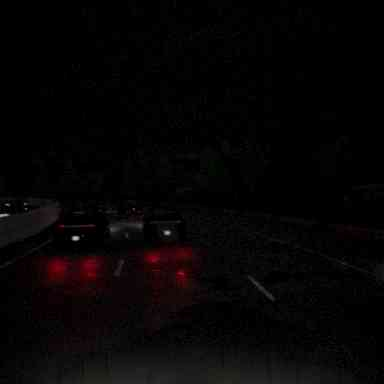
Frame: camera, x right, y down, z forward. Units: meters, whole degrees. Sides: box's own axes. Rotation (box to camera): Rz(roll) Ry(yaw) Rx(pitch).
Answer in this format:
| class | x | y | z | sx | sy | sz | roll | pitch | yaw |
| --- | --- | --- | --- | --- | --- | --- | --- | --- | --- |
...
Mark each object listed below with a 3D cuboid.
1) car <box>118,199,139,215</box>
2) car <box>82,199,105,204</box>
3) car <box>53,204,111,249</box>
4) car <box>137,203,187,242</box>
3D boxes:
| class | x | y | z | sx | sy | sz | roll | pitch | yaw |
| --- | --- | --- | --- | --- | --- | --- | --- | --- | --- |
| car | -6.396 | 1.462 | 34.005 | 1.882 | 1.535 | 5.008 | 0 | 0 | -20 |
| car | -9.510 | 1.478 | 32.329 | 1.837 | 1.490 | 4.892 | 1 | 0 | -20 |
| car | -4.699 | 1.478 | 14.618 | 2.128 | 1.511 | 4.902 | 0 | 0 | -10 |
| car | -1.457 | 1.490 | 16.328 | 2.128 | 1.511 | 4.902 | 0 | 0 | -10 |
